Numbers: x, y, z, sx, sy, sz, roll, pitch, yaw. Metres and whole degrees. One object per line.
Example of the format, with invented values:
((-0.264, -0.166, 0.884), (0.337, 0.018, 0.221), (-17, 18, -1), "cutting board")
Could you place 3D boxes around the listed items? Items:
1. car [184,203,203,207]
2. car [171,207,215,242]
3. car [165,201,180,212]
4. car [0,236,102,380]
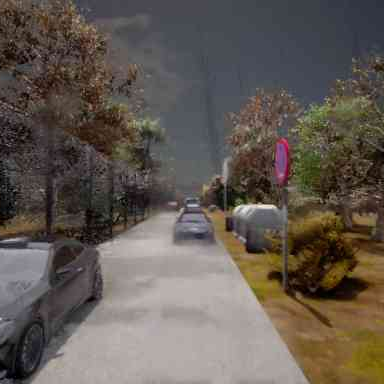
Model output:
((0.116, 1.852, 34.378), (1.812, 1.442, 4.674), (0, -1, 0), "car")
((0.092, 1.651, 16.850), (1.994, 1.385, 4.181), (0, 0, 0), "car")
((-2.773, 2.085, 47.373), (1.882, 1.535, 5.008), (0, -1, 1), "car")
((-2.850, 1.541, 5.629), (1.812, 1.442, 4.674), (0, 0, 0), "car")
